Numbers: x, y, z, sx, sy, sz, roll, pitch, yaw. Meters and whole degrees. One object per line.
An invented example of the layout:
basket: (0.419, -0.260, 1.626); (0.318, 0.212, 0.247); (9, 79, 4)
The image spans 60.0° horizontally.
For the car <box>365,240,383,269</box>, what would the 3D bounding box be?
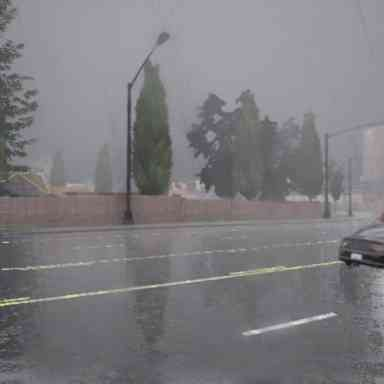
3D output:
car: (5.424, 1.609, 5.851); (4.674, 1.442, 1.812); (1, -1, -28)

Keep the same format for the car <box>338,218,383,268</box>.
car: (6.625, 1.693, 10.521); (4.674, 1.442, 1.812); (1, -1, -30)

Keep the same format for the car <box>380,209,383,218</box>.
car: (22.008, 2.409, 35.589); (2.150, 2.045, 5.566); (-1, -2, 44)
